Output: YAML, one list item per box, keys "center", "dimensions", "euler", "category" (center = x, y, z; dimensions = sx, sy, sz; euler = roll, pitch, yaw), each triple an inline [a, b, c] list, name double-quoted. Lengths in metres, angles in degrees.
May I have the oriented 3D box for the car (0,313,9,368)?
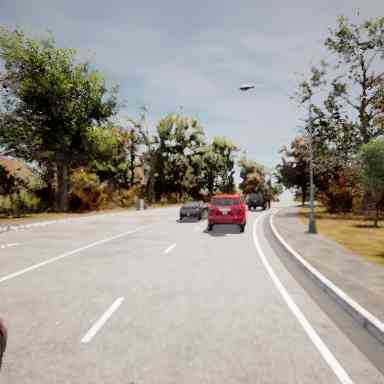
- center: [-3.251, 1.518, 2.233]
  dimensions: [1.812, 1.442, 4.674]
  euler: [0, 0, 1]
  category: "car"

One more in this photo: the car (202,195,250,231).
- center: [2.319, 1.219, 20.906]
  dimensions: [2.150, 2.045, 5.566]
  euler: [-1, 0, 11]
  category: "car"

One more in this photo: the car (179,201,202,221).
- center: [0.323, 1.525, 27.760]
  dimensions: [2.128, 1.511, 4.902]
  euler: [-1, 0, 14]
  category: "car"

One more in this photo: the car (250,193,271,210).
- center: [8.369, 1.182, 41.291]
  dimensions: [2.150, 2.045, 5.566]
  euler: [-1, 0, 22]
  category: "car"
